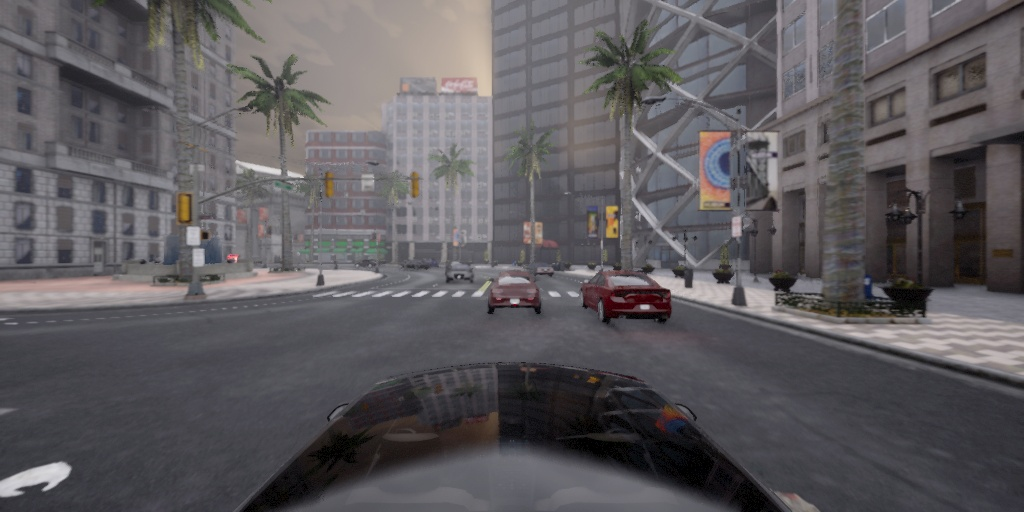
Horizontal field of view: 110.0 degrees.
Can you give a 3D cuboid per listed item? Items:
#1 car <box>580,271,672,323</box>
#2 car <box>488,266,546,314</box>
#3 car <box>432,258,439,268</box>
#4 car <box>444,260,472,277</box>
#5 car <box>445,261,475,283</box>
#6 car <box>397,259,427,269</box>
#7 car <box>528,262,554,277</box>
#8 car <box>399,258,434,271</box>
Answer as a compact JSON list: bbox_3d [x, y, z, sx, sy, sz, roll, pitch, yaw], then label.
[{"bbox_3d":[3.599,1.231,12.182,1.882,1.535,5.008,0,0,0],"label":"car"},{"bbox_3d":[0.086,1.280,13.788,1.812,1.442,4.674,0,0,0],"label":"car"},{"bbox_3d":[-14.488,1.119,60.205,4.553,1.767,2.097,0,0,34],"label":"car"},{"bbox_3d":[-5.762,1.239,37.728,1.882,1.535,5.008,0,0,-20],"label":"car"},{"bbox_3d":[-3.905,1.322,27.758,1.994,1.385,4.181,0,0,-3],"label":"car"},{"bbox_3d":[-15.961,1.245,57.030,5.008,1.535,1.882,0,0,35],"label":"car"},{"bbox_3d":[2.530,1.308,34.953,2.033,1.411,5.357,0,0,-12],"label":"car"},{"bbox_3d":[-13.356,1.366,50.023,1.895,1.301,4.718,0,0,-44],"label":"car"}]
